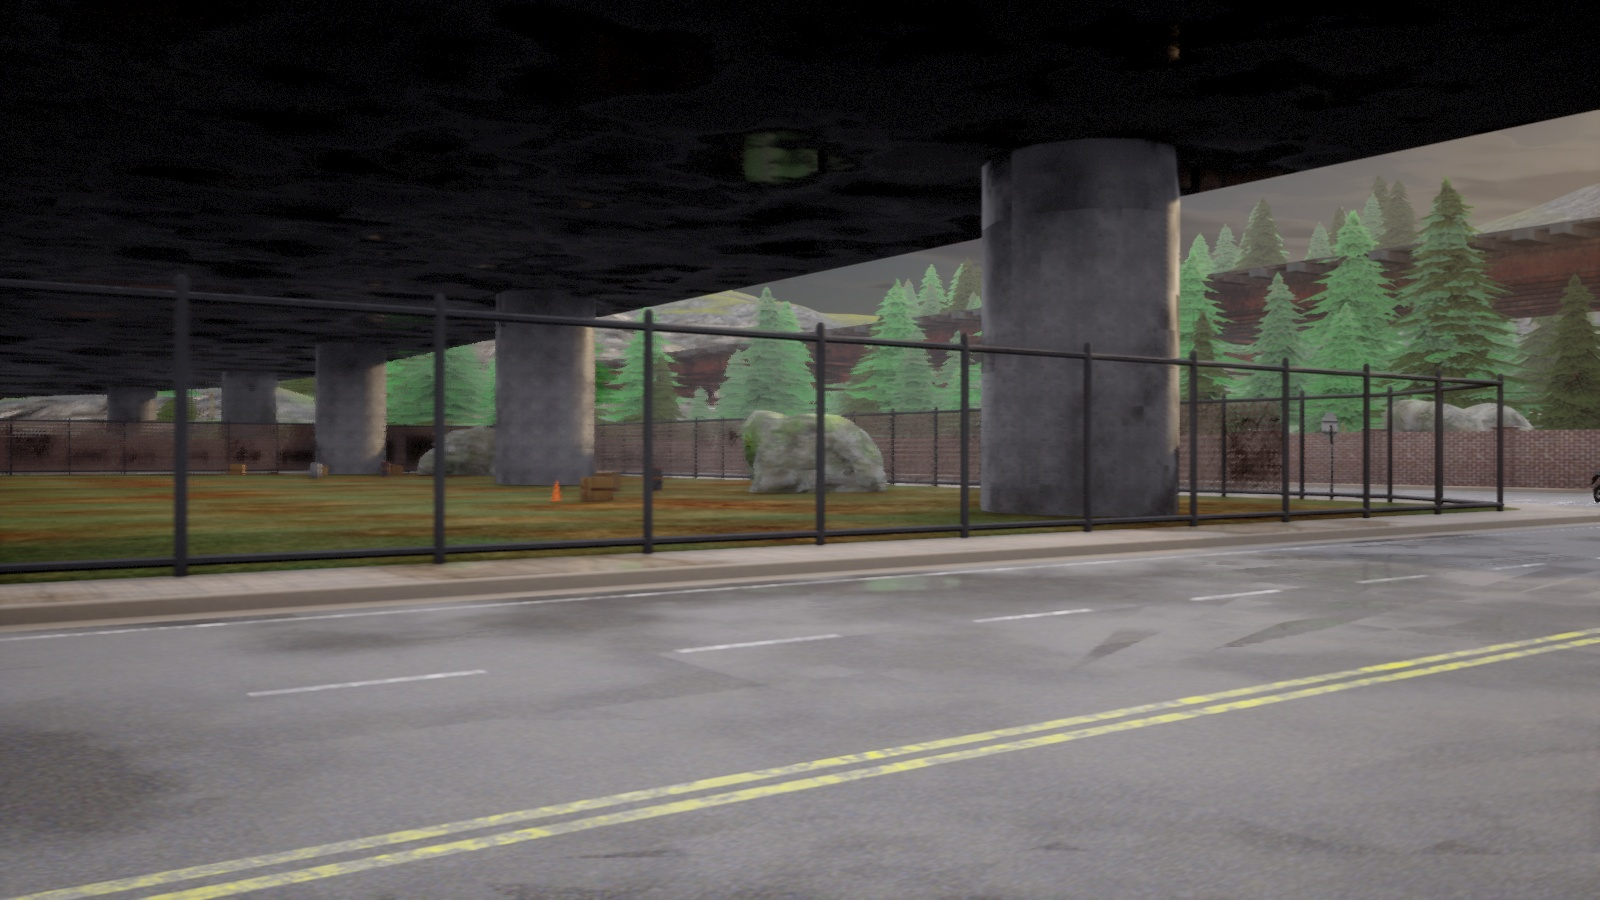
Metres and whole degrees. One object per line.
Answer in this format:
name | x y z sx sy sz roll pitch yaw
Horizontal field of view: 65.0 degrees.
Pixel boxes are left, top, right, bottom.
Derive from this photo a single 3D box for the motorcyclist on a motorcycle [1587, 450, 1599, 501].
motorcyclist on a motorcycle | 24.775 0.766 37.470 0.797 1.523 2.044 0 0 -35
